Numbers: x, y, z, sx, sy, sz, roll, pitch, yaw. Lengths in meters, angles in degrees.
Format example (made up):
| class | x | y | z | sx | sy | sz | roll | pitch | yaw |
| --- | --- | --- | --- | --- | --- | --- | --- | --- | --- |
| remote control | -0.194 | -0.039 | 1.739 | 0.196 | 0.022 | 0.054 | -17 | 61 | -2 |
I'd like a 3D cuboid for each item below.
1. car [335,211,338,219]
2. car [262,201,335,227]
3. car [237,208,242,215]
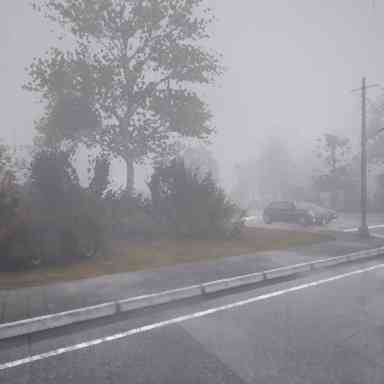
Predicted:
| class | x | y | z | sx | sy | sz | roll | pitch | yaw |
| --- | --- | --- | --- | --- | --- | --- | --- | --- | --- |
| car | 9.182 | 1.593 | 26.862 | 1.837 | 1.490 | 4.892 | 0 | -1 | -42 |
| car | 7.282 | 1.425 | 23.617 | 2.097 | 1.767 | 4.553 | 0 | -1 | -38 |
| car | 3.472 | 1.780 | 33.691 | 1.994 | 1.385 | 4.181 | 0 | -1 | -42 |
